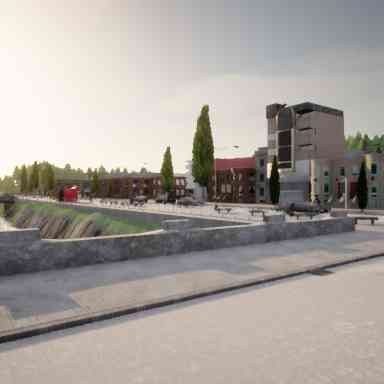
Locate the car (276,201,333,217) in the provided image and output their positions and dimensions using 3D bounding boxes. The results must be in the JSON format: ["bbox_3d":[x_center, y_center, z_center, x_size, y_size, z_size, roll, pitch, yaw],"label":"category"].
[{"bbox_3d":[10.502,1.547,31.423,2.033,1.411,5.357,0,0,-35],"label":"car"}]

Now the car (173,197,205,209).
[{"bbox_3d":[-0.175,1.507,46.455,1.837,1.490,4.892,0,-1,-35],"label":"car"}]

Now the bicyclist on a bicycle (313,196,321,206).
[{"bbox_3d":[14.937,1.349,39.677,1.656,1.620,0.582,0,0,-35],"label":"bicyclist on a bicycle"}]

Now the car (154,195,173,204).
[{"bbox_3d":[-5.033,1.352,60.513,2.097,1.767,4.553,0,0,-36],"label":"car"}]

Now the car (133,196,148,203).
[{"bbox_3d":[-10.758,1.526,68.554,1.812,1.442,4.674,0,0,-36],"label":"car"}]
